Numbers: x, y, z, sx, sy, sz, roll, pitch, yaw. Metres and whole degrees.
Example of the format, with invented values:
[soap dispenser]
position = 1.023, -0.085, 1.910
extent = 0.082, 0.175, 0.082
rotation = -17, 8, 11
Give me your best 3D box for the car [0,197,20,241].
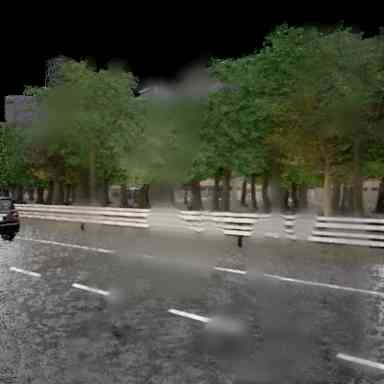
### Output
[car]
position = -10.220, 1.226, 15.471
extent = 5.566, 2.045, 2.150
rotation = 0, 0, 36
